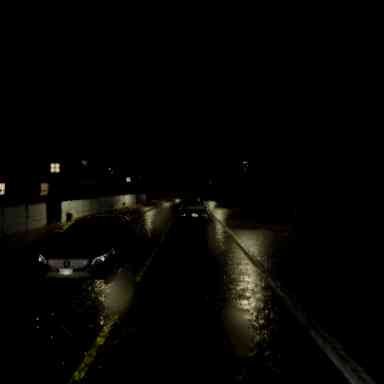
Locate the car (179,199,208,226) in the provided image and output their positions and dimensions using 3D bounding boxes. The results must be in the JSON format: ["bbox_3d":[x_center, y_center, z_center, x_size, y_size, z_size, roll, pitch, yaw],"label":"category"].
[{"bbox_3d":[0.110,1.425,22.488,2.033,1.411,5.357,0,0,0],"label":"car"}]

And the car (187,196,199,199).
[{"bbox_3d":[0.119,1.282,40.523,1.837,1.490,4.892,0,1,0],"label":"car"}]

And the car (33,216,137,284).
[{"bbox_3d":[-2.746,1.474,9.587,1.812,1.442,4.674,0,0,0],"label":"car"}]
